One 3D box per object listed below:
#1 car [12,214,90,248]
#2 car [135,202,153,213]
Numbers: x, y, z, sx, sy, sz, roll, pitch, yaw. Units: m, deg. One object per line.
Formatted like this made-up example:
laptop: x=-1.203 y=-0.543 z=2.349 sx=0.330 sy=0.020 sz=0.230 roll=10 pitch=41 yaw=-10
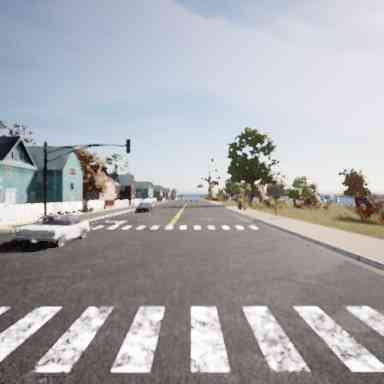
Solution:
car: x=-6.483 y=1.763 z=15.863 sx=1.895 sy=1.301 sz=4.718 roll=2 pitch=-1 yaw=0
car: x=-6.496 y=2.077 z=45.654 sx=2.033 sy=1.411 sz=5.357 roll=0 pitch=-1 yaw=0
